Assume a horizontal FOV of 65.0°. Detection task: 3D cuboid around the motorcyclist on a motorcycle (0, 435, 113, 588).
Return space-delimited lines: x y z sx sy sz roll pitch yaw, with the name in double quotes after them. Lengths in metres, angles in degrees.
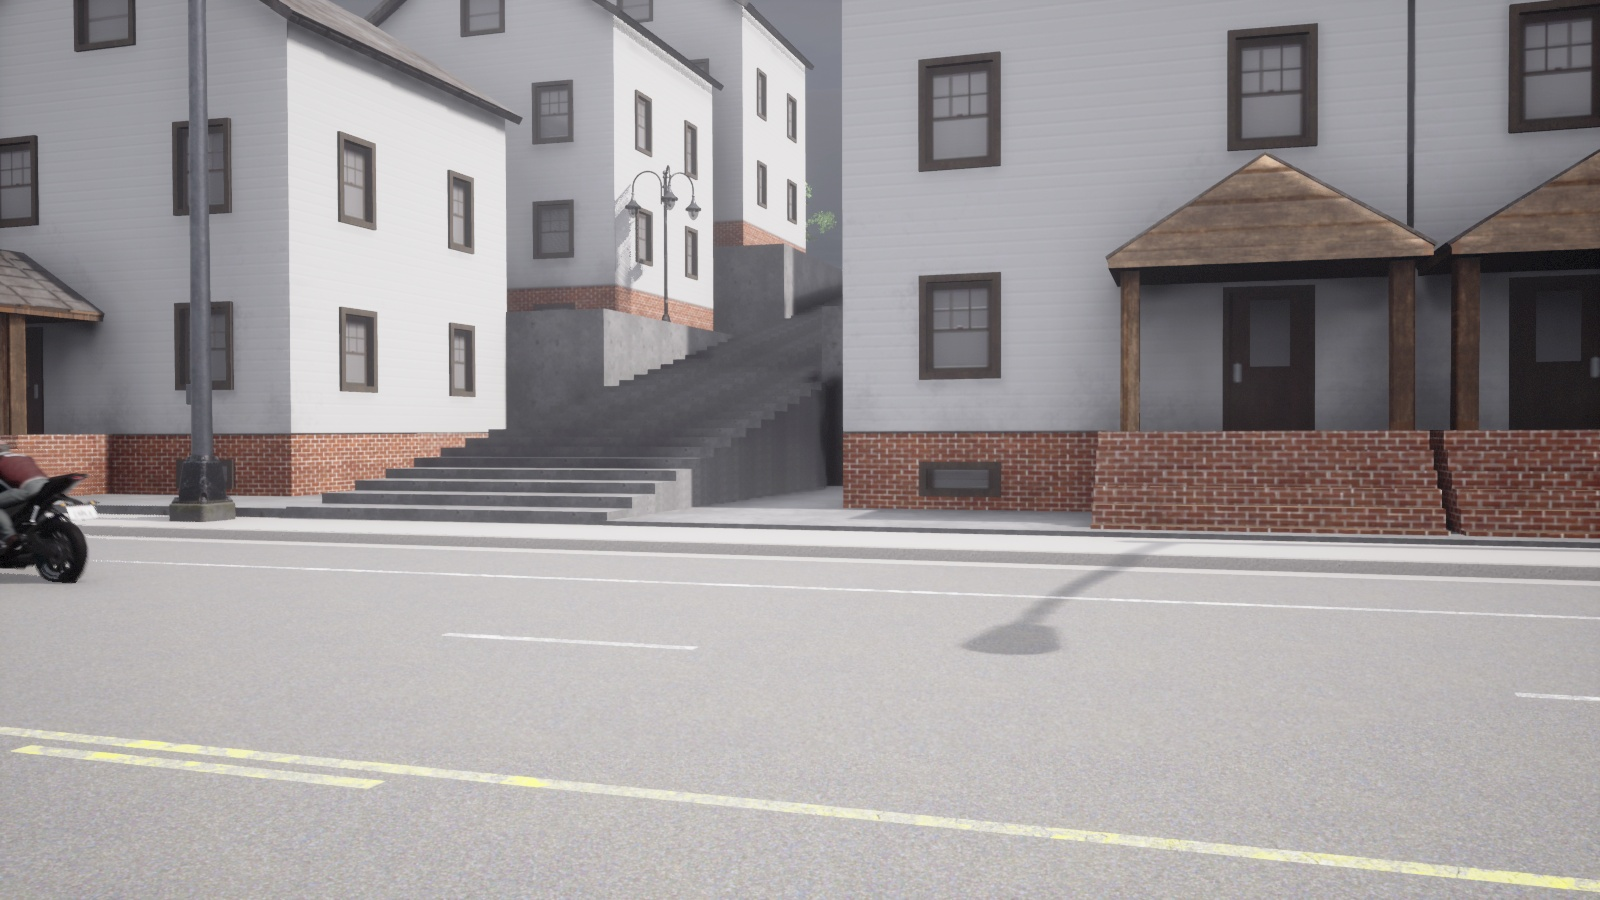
-8.583 0.614 13.479 2.191 1.530 0.866 1 1 19 "motorcyclist on a motorcycle"
